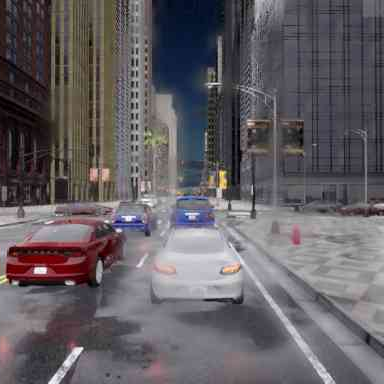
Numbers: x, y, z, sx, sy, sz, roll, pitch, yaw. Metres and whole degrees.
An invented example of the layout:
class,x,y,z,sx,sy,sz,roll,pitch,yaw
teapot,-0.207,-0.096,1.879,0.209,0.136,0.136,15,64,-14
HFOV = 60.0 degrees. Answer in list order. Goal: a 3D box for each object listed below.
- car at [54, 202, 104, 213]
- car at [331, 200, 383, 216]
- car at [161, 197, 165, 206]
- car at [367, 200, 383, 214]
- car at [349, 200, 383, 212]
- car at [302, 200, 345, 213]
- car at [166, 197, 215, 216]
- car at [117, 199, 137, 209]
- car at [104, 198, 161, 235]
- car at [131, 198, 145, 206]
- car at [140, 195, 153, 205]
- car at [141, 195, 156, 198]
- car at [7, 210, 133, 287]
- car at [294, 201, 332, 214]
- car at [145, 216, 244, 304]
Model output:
class,x,y,z,sx,sy,sz,roll,pitch,yaw
car,-10.370,1.653,32.203,5.357,1.411,2.033,0,0,-1
car,15.337,1.575,30.112,4.206,1.307,1.802,0,0,-1
car,-6.525,1.802,60.630,1.837,1.490,4.892,0,0,1
car,21.778,1.566,35.977,4.674,1.442,1.812,0,-1,-1
car,20.853,1.641,38.719,4.313,1.339,1.947,0,0,-1
car,15.213,1.660,38.635,4.313,1.339,1.947,0,0,-1
car,0.039,1.256,17.722,2.150,2.045,5.566,0,0,1
car,-9.810,1.776,50.877,2.033,1.411,5.357,0,0,0
car,-3.136,1.390,18.619,2.097,1.767,4.553,0,0,0
car,-9.774,1.824,60.786,1.812,1.442,4.674,0,0,1
car,-9.697,1.606,71.360,2.150,2.045,5.566,0,0,0
car,-6.561,1.450,50.918,2.150,2.045,5.566,0,0,0
car,-3.145,1.488,9.392,1.882,1.535,5.008,0,0,0
car,13.224,1.633,35.852,4.181,1.385,1.994,0,-1,-1
car,0.105,1.534,8.020,1.812,1.442,4.674,0,0,0
